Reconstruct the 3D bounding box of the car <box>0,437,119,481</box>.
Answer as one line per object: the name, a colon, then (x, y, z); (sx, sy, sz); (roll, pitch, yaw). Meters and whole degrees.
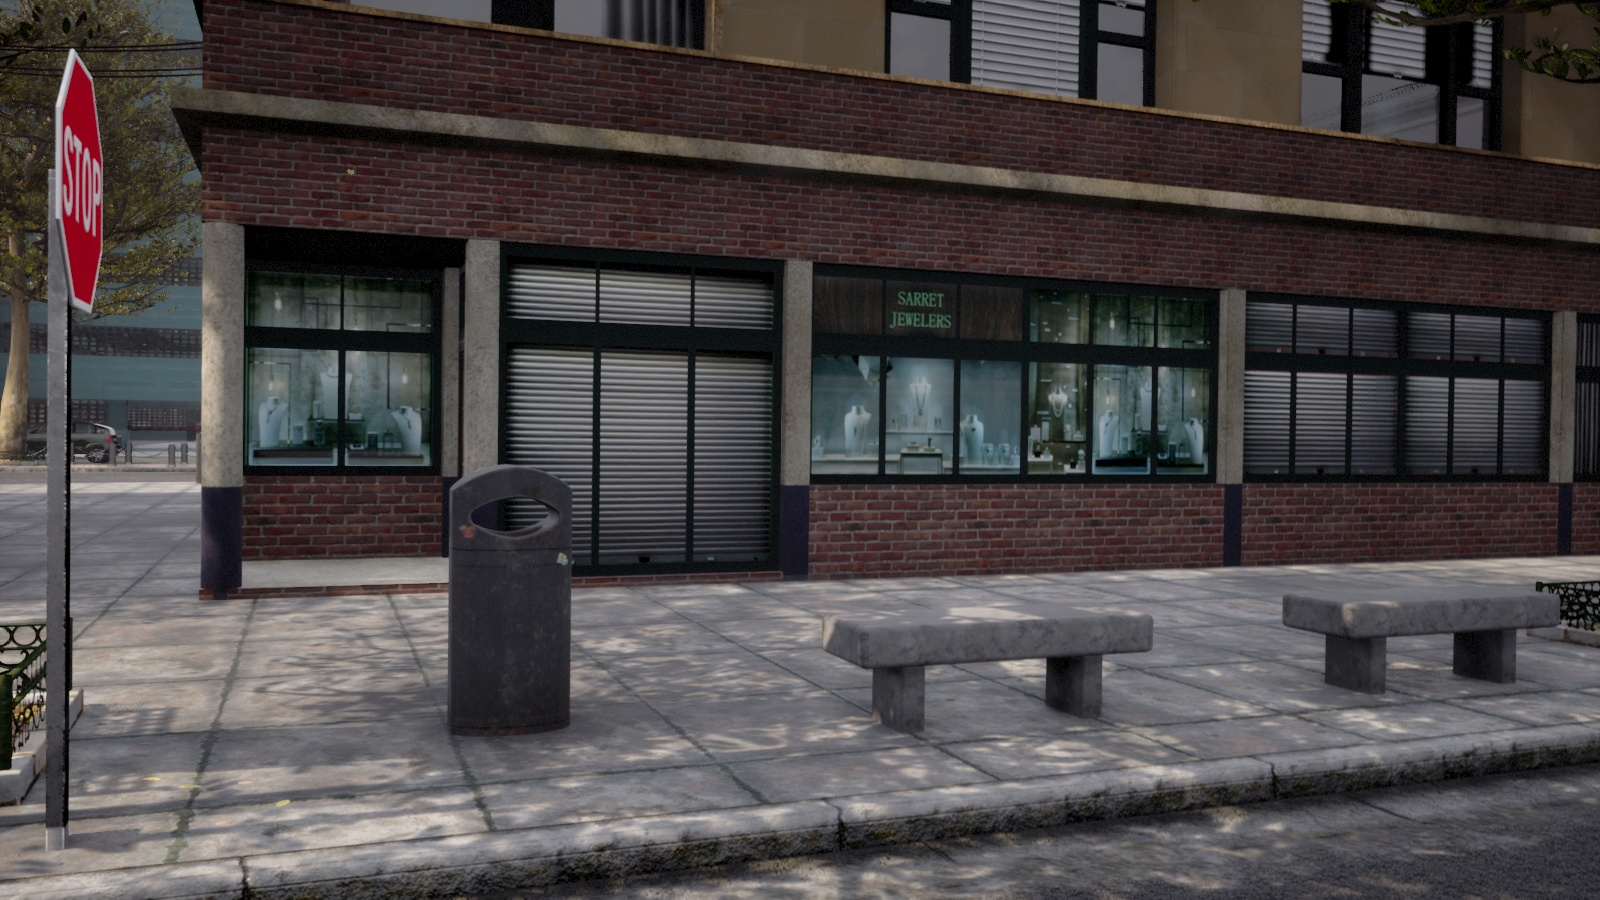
car: (-27.076, 0.299, 45.822); (3.705, 1.549, 1.789); (-1, 1, -21)
